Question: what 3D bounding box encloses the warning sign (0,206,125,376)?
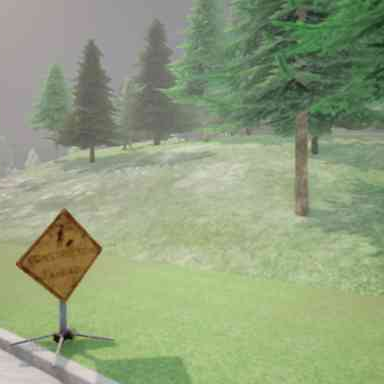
[{"bbox_3d":[-1.784,1.152,4.590,1.060,1.860,1.300,-1,0,35],"label":"warning sign"}]
